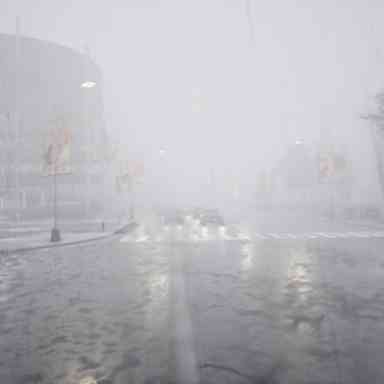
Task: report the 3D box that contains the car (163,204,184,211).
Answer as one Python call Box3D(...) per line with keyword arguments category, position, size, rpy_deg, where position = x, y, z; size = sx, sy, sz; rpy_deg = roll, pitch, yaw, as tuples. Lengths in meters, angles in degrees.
Box3D(category="car", position=(-4.130, 3.366, 73.691), size=(4.892, 1.490, 1.837), rpy_deg=(-2, -2, 43))

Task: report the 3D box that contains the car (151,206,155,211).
Box3D(category="car", position=(-6.715, 3.327, 71.332), size=(5.008, 1.535, 1.882), rpy_deg=(-2, -2, 43))

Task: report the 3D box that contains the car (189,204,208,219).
Box3D(category="car", position=(1.159, 2.576, 40.918), size=(2.033, 1.411, 5.357), rpy_deg=(-1, -1, -4))

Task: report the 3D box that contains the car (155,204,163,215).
Box3D(category="car", position=(-4.105, 2.891, 52.362), size=(1.837, 1.490, 4.892), rpy_deg=(0, -2, -17))

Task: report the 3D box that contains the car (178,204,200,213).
Box3D(category="car", position=(-0.627, 3.089, 63.045), size=(1.882, 1.535, 5.008), rpy_deg=(0, -2, -29))

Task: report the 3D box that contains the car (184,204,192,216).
Box3D(category="car", position=(-0.190, 2.786, 51.287), size=(1.882, 1.535, 5.008), rpy_deg=(0, -1, -13))

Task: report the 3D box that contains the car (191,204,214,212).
Box3D(category="car", position=(2.035, 3.128, 65.412), size=(2.128, 1.511, 4.902), rpy_deg=(0, -2, -32))

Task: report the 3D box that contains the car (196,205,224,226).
Box3D(category="car", position=(1.798, 2.280, 31.197), size=(1.837, 1.490, 4.892), rpy_deg=(-1, -1, -4))

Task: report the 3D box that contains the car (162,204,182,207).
Box3D(category="car", position=(-2.485, 2.587, 42.245), size=(1.882, 1.535, 5.008), rpy_deg=(-1, -1, -5))

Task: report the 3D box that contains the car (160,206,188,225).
Box3D(category="car", position=(-1.789, 2.407, 32.701), size=(2.033, 1.411, 5.357), rpy_deg=(-1, -1, -4))
